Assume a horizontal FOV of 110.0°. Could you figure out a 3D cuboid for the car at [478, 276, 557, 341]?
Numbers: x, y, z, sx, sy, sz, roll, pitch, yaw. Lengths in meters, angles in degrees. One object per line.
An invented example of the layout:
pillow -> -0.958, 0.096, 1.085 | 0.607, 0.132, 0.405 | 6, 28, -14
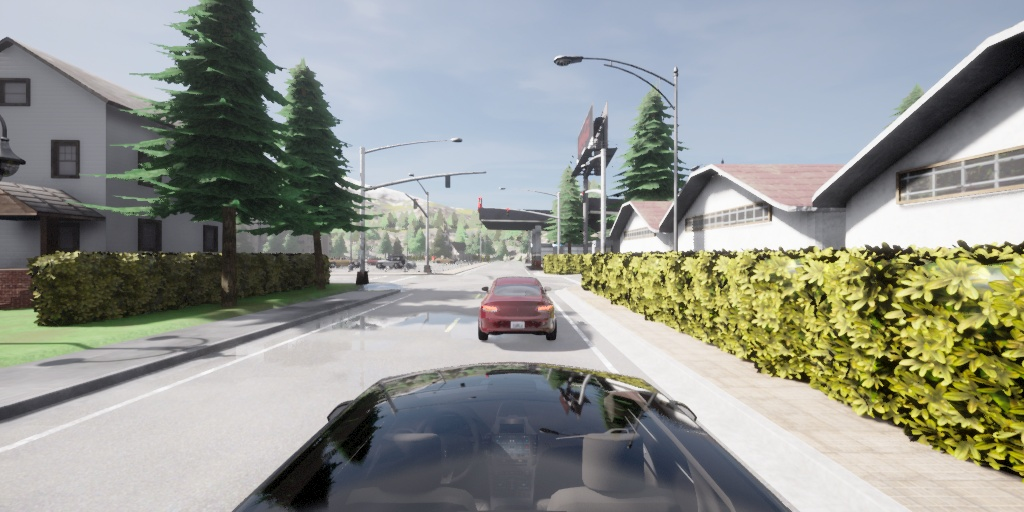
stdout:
car -> 0.127, 1.275, 9.791 | 1.812, 1.442, 4.674 | 0, 0, 0
